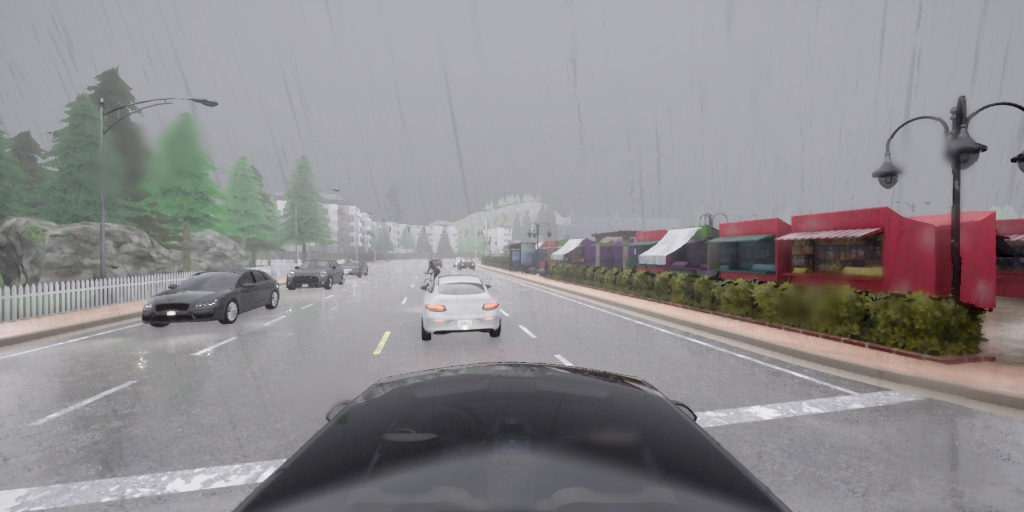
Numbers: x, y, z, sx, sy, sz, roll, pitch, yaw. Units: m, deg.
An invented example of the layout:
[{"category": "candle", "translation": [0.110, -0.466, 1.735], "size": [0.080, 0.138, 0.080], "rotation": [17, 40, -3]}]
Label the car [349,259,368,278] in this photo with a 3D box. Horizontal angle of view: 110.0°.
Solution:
[{"category": "car", "translation": [-13.591, 1.033, 30.683], "size": [2.128, 1.511, 4.902], "rotation": [0, 0, -13]}]

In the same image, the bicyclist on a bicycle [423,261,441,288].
[{"category": "bicyclist on a bicycle", "translation": [-4.310, 1.078, 19.597], "size": [0.582, 1.620, 1.656], "rotation": [0, 1, 25]}]

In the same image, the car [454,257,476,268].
[{"category": "car", "translation": [-5.625, 1.046, 43.736], "size": [1.895, 1.301, 4.718], "rotation": [0, 0, -13]}]

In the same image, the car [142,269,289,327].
[{"category": "car", "translation": [-9.188, 1.190, 11.461], "size": [1.837, 1.490, 4.892], "rotation": [0, 0, -13]}]

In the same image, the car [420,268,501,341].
[{"category": "car", "translation": [-1.476, 1.225, 9.748], "size": [1.812, 1.442, 4.674], "rotation": [0, 0, -12]}]

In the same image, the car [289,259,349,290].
[{"category": "car", "translation": [-11.392, 0.965, 21.061], "size": [2.097, 1.767, 4.553], "rotation": [0, 0, -13]}]

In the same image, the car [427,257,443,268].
[{"category": "car", "translation": [-10.858, 0.897, 50.796], "size": [1.837, 1.490, 4.892], "rotation": [0, 0, -13]}]
